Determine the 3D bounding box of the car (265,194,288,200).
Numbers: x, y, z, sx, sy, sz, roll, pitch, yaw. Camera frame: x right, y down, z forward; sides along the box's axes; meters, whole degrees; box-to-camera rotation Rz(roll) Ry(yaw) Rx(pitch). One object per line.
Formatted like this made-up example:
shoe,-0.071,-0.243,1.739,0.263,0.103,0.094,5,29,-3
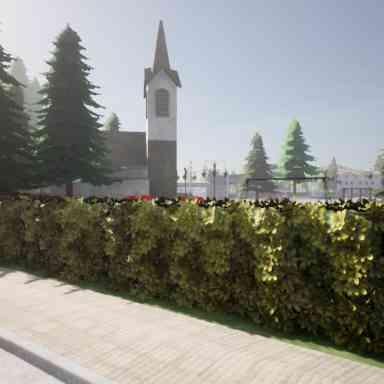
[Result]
car,19.241,1.339,77.370,4.514,1.523,2.007,0,0,35

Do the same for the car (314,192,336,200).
car,34.048,1.320,85.328,3.633,1.501,1.845,0,0,35

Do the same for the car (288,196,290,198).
car,20.987,1.330,79.977,5.027,1.636,2.152,0,0,35

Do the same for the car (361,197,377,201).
car,36.234,1.384,69.208,3.806,1.475,1.970,0,0,35
